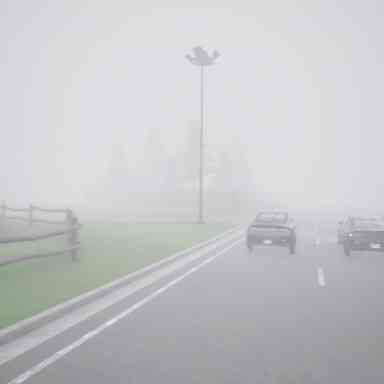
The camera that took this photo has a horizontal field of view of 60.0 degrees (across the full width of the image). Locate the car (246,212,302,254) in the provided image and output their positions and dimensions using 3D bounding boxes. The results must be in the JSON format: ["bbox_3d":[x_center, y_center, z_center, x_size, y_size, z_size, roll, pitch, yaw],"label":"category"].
[{"bbox_3d":[3.580,1.590,14.231,2.128,1.511,4.902,0,0,21],"label":"car"}]

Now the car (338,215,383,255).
[{"bbox_3d":[7.004,1.653,13.391,1.812,1.442,4.674,0,0,21],"label":"car"}]

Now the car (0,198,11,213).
[{"bbox_3d":[-21.187,1.425,36.406,1.882,1.535,5.008,1,0,-38],"label":"car"}]
